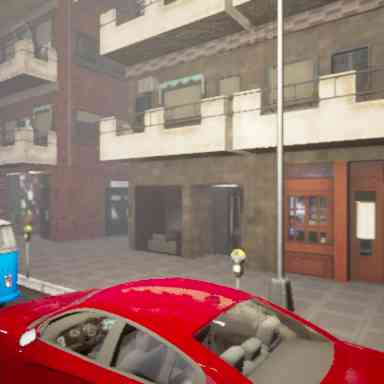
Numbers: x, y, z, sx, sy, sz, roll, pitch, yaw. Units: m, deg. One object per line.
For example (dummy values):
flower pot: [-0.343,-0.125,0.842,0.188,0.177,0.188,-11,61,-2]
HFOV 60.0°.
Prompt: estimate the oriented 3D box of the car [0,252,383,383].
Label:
car: [-0.436,1.538,3.187,4.507,1.381,1.887,0,0,35]

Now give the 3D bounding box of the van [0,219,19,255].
van: [-5.020,1.316,6.456,3.998,1.788,1.690,0,0,35]
